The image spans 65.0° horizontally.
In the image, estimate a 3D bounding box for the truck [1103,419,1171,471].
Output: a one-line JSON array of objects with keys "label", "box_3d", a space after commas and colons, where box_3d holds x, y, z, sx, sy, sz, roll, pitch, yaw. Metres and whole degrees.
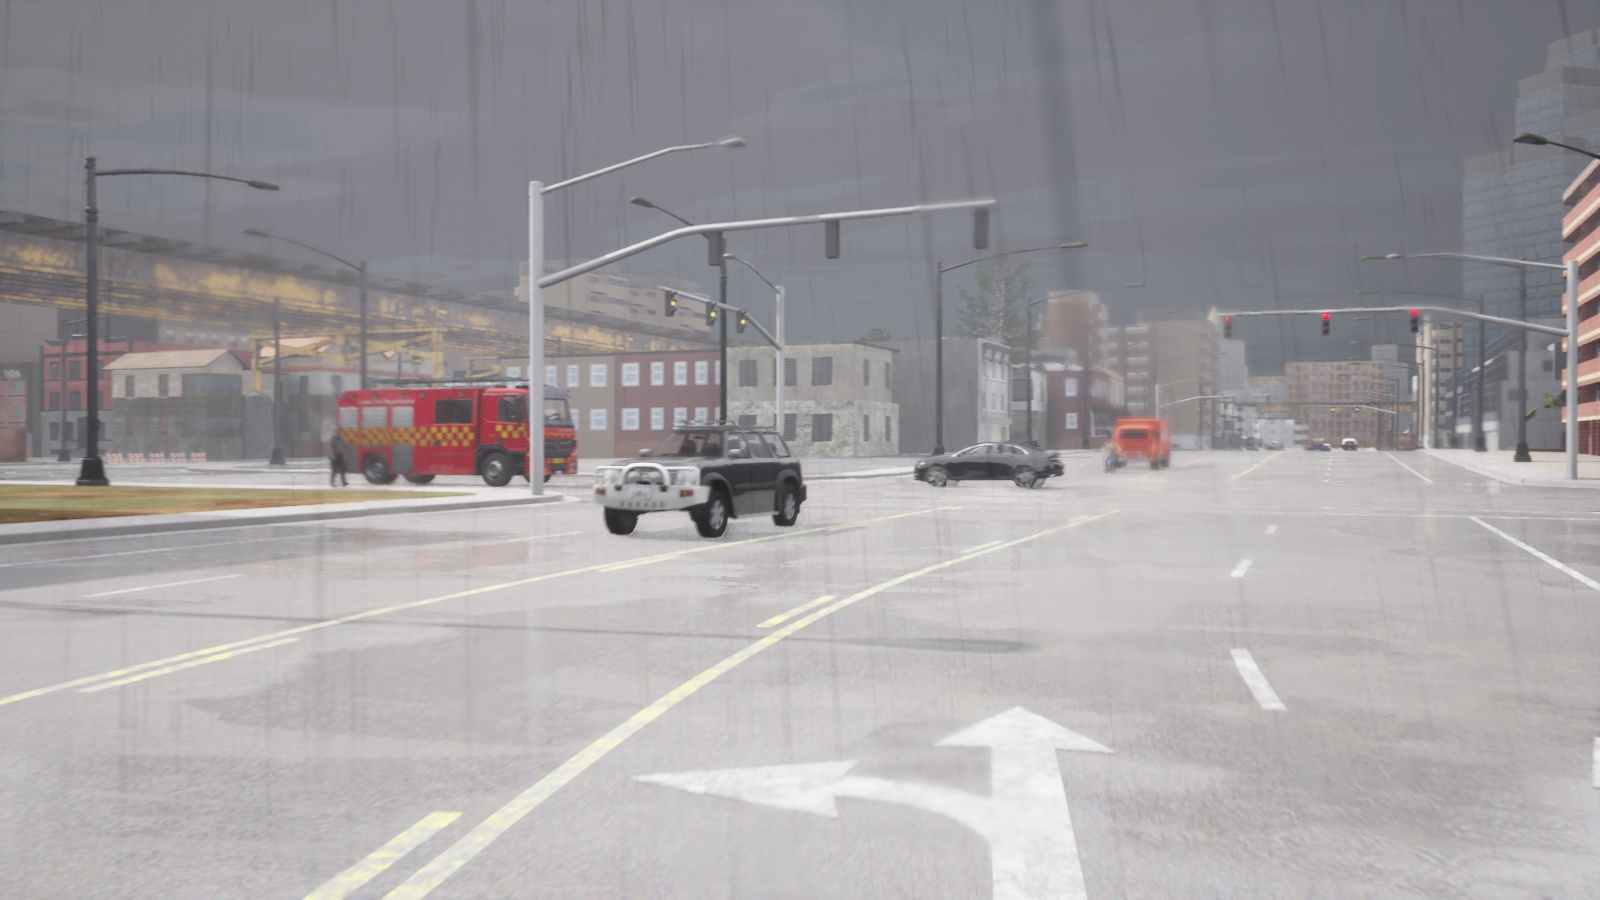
[{"label": "truck", "box_3d": [16.995, -0.306, 63.101, 2.627, 2.467, 5.204, 0, 2, 23]}]

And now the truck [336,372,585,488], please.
[{"label": "truck", "box_3d": [-12.023, -0.689, 44.364, 8.468, 3.827, 2.891, 0, 0, 22]}]

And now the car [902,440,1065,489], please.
[{"label": "car", "box_3d": [5.986, 0.447, 40.892, 4.902, 1.511, 2.128, 0, 0, 22]}]

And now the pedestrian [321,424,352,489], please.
[{"label": "pedestrian", "box_3d": [-13.393, 0.177, 36.294, 0.694, 1.848, 0.540, 0, 0, 36]}]

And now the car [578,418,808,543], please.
[{"label": "car", "box_3d": [-1.634, 0.441, 21.082, 1.932, 1.855, 4.605, 0, 0, 23]}]
